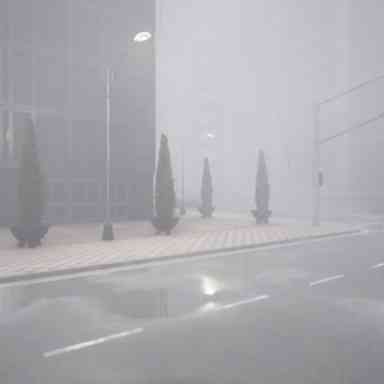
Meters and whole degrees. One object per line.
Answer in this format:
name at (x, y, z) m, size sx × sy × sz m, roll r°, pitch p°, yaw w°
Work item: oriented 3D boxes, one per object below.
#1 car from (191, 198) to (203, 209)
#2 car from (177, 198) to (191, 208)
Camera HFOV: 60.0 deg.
car at (0.357, 1.589, 47.183) m, size 1.994 × 1.385 × 4.181 m, roll 0°, pitch 0°, yaw -36°
car at (-2.623, 1.534, 45.329) m, size 1.837 × 1.490 × 4.892 m, roll 0°, pitch 0°, yaw -36°
